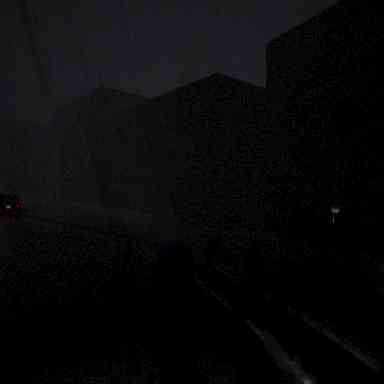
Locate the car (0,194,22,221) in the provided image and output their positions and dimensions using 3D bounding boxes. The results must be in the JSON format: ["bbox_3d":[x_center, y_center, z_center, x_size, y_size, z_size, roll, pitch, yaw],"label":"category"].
[{"bbox_3d":[-15.307,1.199,26.607,2.150,2.045,5.566,1,0,-41],"label":"car"}]
